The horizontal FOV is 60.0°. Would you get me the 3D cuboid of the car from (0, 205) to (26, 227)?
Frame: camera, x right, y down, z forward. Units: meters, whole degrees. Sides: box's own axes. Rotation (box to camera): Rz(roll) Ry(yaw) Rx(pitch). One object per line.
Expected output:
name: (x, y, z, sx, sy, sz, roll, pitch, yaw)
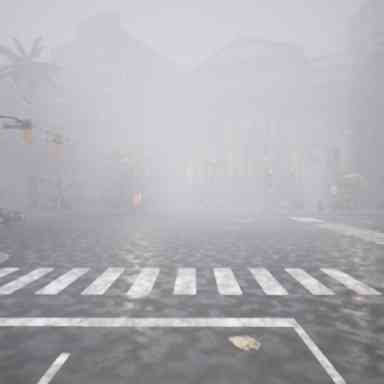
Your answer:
car: (-13.787, 1.487, 22.395, 4.902, 1.511, 2.128, 0, 0, 0)
